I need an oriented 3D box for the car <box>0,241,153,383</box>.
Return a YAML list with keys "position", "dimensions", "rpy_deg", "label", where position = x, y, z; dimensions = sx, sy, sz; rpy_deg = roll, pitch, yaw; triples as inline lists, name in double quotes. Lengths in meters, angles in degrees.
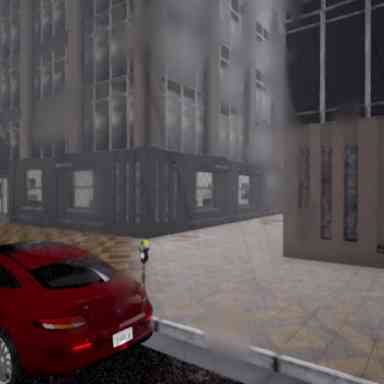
- position: [-2.670, 1.515, 5.216]
  dimensions: [4.674, 1.442, 1.812]
  rpy_deg: [0, 0, 36]
  label: "car"
